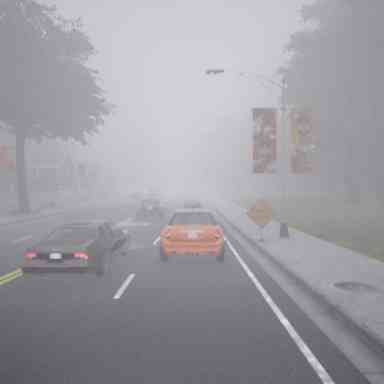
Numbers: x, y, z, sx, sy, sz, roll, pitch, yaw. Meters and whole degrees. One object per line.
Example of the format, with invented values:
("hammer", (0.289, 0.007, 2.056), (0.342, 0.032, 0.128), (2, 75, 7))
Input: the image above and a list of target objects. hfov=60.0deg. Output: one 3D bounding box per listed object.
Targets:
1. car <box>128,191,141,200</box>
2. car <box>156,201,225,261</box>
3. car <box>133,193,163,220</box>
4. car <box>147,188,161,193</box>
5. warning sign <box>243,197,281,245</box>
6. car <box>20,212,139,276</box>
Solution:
("car", (-9.820, 0.549, 58.120), (1.882, 1.535, 5.008), (0, 2, 1))
("car", (0.038, 1.380, 12.521), (2.097, 1.767, 4.553), (0, 0, 1))
("car", (-3.219, 1.252, 27.464), (2.097, 1.767, 4.553), (0, 1, 1))
("car", (-6.573, 0.291, 58.127), (2.150, 2.045, 5.566), (0, 2, 1))
("warning sign", (2.836, 1.145, 13.585), (1.300, 1.860, 1.060), (0, 0, 0))
("car", (-3.234, 1.578, 10.421), (2.033, 1.411, 5.357), (0, 0, 0))
